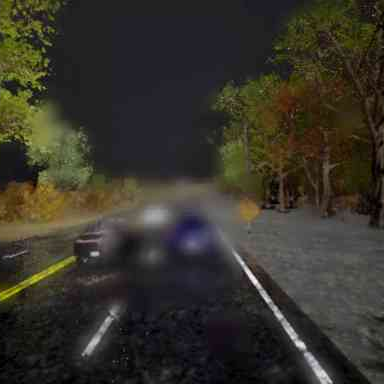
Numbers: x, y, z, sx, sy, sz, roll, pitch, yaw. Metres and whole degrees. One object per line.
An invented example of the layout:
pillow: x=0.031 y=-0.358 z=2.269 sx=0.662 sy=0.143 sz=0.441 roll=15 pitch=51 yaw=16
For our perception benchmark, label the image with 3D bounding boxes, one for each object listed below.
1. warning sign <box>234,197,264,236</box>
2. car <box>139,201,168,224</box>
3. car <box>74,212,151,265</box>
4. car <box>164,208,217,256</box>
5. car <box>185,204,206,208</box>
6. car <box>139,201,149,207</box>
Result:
warning sign: x=2.871 y=1.214 z=16.835 sx=1.300 sy=1.860 sz=1.060 roll=-2 pitch=0 yaw=0
car: x=-3.119 y=1.974 z=28.892 sx=1.812 sy=1.442 sz=4.674 roll=-6 pitch=2 yaw=1
car: x=-3.214 y=1.865 z=13.518 sx=2.128 sy=1.511 sz=4.902 roll=-3 pitch=0 yaw=1
car: x=0.052 y=1.667 z=13.898 sx=1.812 sy=1.442 sz=4.674 roll=-1 pitch=0 yaw=1
car: x=0.149 y=1.759 z=28.484 sx=2.128 sy=1.511 sz=4.902 roll=-2 pitch=1 yaw=1
car: x=-9.190 y=2.570 z=65.579 sx=1.812 sy=1.442 sz=4.674 roll=-3 pitch=0 yaw=1
